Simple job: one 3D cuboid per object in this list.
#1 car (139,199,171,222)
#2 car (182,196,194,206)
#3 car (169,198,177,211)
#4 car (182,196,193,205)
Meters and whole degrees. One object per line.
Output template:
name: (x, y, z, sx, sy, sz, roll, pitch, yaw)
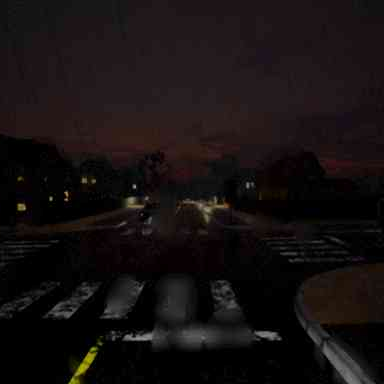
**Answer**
car: (-3.038, 1.574, 26.908, 2.033, 1.411, 5.357, 0, 0, -1)
car: (-0.673, 1.767, 56.902, 1.895, 1.301, 4.718, 0, 0, -1)
car: (-3.273, 1.641, 41.940, 1.994, 1.385, 4.181, 0, 0, -1)
car: (-0.854, 1.597, 66.871, 2.097, 1.767, 4.553, 0, 0, -2)
